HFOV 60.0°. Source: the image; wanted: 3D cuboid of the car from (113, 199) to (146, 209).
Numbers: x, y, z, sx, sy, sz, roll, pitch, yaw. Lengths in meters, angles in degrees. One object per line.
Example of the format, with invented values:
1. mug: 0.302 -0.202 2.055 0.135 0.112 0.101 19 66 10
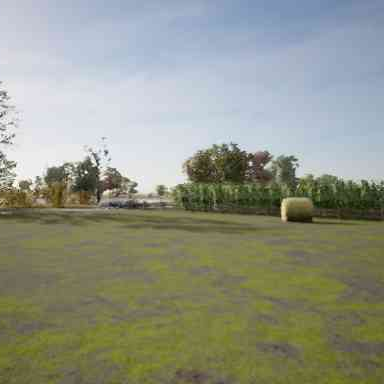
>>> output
1. car: -10.123 2.041 56.000 2.033 1.411 5.357 -1 -1 35

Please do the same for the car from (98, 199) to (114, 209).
1. car: -13.544 1.993 56.054 2.128 1.511 4.902 -1 -1 35
